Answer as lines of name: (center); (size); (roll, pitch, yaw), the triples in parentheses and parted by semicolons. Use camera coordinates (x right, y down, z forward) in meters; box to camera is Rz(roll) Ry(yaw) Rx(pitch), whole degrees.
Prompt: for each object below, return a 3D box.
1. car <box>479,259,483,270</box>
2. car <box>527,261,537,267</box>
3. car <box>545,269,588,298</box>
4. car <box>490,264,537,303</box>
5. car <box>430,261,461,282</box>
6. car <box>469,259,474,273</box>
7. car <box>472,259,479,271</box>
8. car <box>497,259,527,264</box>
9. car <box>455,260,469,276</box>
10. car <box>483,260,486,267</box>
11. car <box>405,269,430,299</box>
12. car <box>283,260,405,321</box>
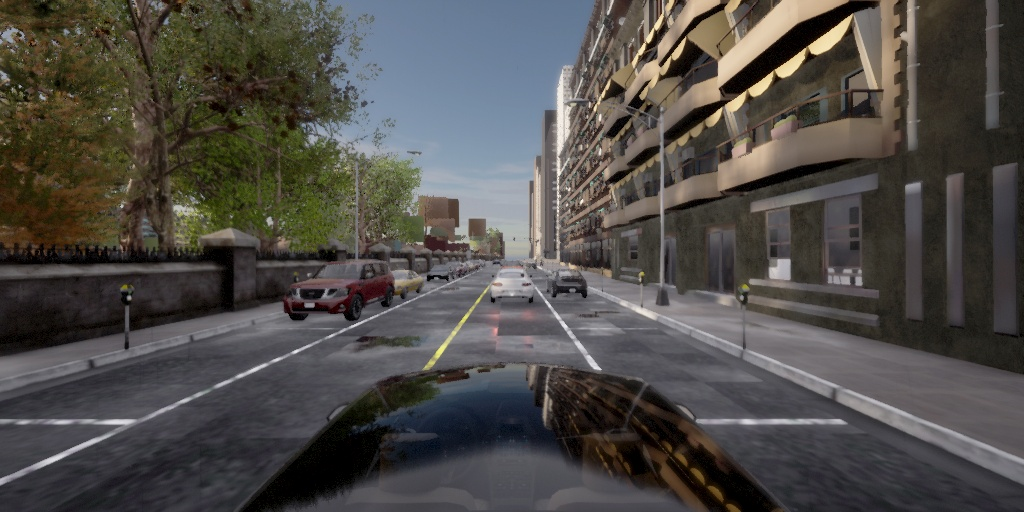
car: (-5.692, 1.208, 51.361); (1.967, 1.591, 4.097); (0, 0, 0)
car: (2.689, 1.318, 51.363); (2.007, 1.370, 4.403); (0, 0, 0)
car: (2.689, 1.300, 18.131); (2.007, 1.370, 4.403); (0, 0, 0)
car: (0.000, 1.283, 16.500); (1.812, 1.442, 4.674); (0, 0, 0)
car: (-5.691, 1.320, 29.206); (1.948, 1.339, 4.313); (0, 0, 0)
car: (-5.691, 1.342, 40.283); (1.802, 1.307, 4.207); (0, 0, 0)
car: (-5.691, 1.289, 45.652); (1.751, 1.417, 4.829); (0, 0, 0)
car: (0.000, 1.122, 31.470); (2.097, 1.767, 4.553); (0, 0, 0)
car: (-5.691, 1.197, 34.744); (1.967, 1.591, 4.097); (0, 0, 0)
car: (-5.769, 1.327, 62.436); (2.007, 1.370, 4.403); (0, 0, 0)
car: (-5.691, 1.275, 17.959); (1.751, 1.417, 4.829); (0, 0, 0)
car: (-5.691, 1.063, 12.590); (2.192, 1.841, 5.009); (0, 0, 0)
